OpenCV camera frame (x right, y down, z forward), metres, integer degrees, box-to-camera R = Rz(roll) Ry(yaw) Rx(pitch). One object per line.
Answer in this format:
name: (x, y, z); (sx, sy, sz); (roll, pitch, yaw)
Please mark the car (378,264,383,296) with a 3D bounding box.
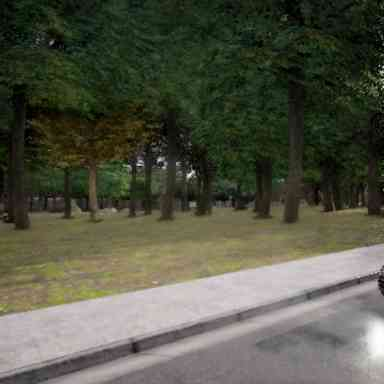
car: (5.960, 1.524, 7.297); (4.674, 1.442, 1.812); (0, 0, -35)
